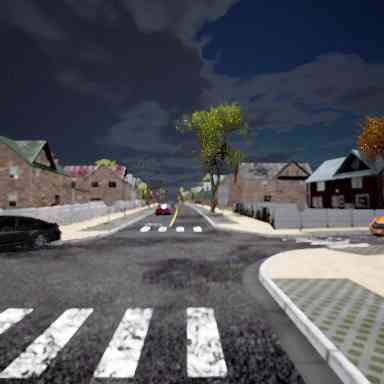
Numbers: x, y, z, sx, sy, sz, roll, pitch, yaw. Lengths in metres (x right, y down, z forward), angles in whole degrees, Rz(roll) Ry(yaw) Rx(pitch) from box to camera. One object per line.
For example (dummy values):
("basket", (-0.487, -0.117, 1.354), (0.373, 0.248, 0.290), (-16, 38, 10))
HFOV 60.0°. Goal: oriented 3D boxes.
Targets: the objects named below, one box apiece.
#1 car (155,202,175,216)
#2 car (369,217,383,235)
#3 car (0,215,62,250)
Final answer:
("car", (-3.351, 2.143, 39.707), (1.895, 1.301, 4.718), (0, -1, -2))
("car", (13.278, 1.810, 20.569), (4.553, 1.767, 2.097), (1, -3, -18))
("car", (-7.912, 1.713, 13.881), (4.674, 1.442, 1.812), (1, -1, -35))
